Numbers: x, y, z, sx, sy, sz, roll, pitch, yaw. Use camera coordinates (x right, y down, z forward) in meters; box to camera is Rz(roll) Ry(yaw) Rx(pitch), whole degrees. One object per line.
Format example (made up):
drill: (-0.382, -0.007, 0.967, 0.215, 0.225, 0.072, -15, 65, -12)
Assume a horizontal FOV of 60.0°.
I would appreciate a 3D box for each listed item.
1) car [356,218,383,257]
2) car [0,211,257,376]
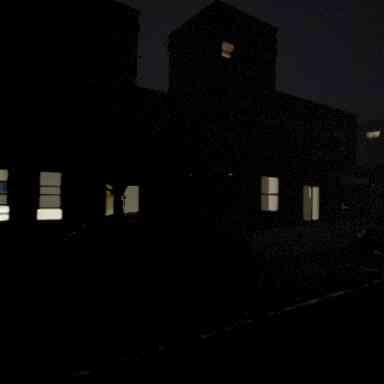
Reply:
car: (7.736, 1.480, 12.059, 4.097, 1.590, 1.967, 0, 1, -35)
car: (-1.067, 1.323, 5.777, 5.009, 1.841, 2.192, 0, 1, -35)
